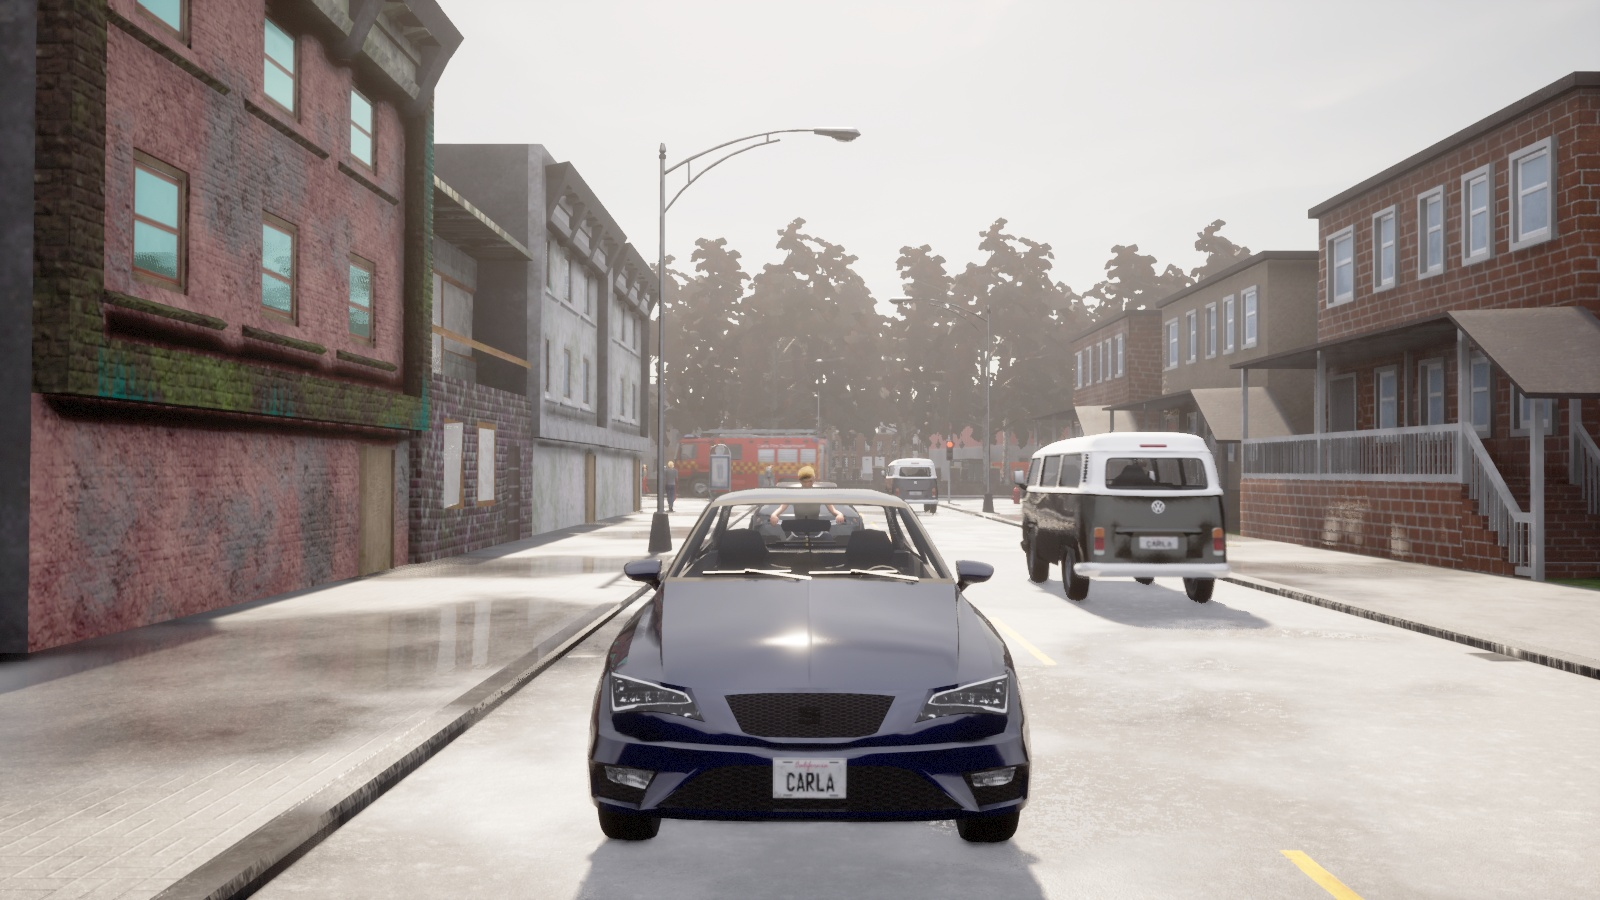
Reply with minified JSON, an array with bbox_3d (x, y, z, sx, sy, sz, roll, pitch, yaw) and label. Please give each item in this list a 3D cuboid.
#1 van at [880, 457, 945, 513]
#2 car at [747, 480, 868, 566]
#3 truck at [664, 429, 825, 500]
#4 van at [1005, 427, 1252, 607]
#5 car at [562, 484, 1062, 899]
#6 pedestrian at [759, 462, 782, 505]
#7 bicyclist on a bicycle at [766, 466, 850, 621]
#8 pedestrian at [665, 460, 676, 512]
[{"bbox_3d":[4.246,1.326,48.081,2.069,2.038,4.480,0,-1,0],"label":"van"},{"bbox_3d":[0.126,1.261,22.824,1.994,1.385,4.181,0,-1,0],"label":"car"},{"bbox_3d":[-3.070,0.837,70.122,8.468,3.827,2.891,0,-1,12],"label":"truck"},{"bbox_3d":[4.095,0.798,16.506,2.069,2.038,4.480,0,-1,0],"label":"van"},{"bbox_3d":[0.049,0.940,6.673,1.816,1.474,4.193,0,-1,0],"label":"car"},{"bbox_3d":[-1.333,1.535,57.183,0.873,1.952,0.659,0,-1,-23],"label":"pedestrian"},{"bbox_3d":[0.084,0.983,13.839,0.866,1.612,1.509,0,-1,0],"label":"bicyclist on a bicycle"},{"bbox_3d":[-4.638,1.296,44.985,0.354,1.836,0.706,0,-1,-5],"label":"pedestrian"}]
